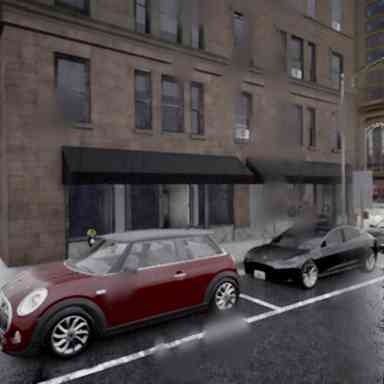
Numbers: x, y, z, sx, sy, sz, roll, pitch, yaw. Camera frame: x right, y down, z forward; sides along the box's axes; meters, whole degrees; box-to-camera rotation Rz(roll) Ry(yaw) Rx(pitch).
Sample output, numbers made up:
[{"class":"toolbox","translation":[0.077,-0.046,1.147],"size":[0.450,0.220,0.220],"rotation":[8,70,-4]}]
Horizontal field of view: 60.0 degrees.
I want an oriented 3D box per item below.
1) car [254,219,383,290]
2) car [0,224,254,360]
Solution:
[{"class":"car","translation":[3.352,1.557,9.052],"size":[4.313,1.339,1.947],"rotation":[0,-1,-36]},{"class":"car","translation":[-1.130,1.437,5.854],"size":[4.097,1.590,1.967],"rotation":[0,-1,-36]}]
